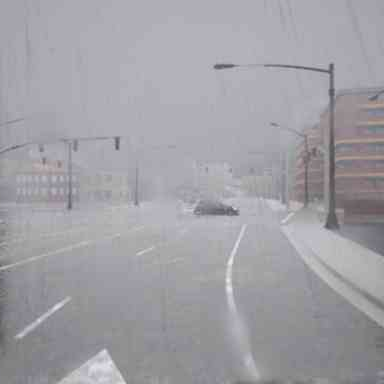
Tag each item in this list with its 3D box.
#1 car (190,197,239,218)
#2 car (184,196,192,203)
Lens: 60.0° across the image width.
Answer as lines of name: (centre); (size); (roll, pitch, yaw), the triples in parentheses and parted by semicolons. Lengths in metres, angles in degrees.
car: (2.515, 1.647, 34.034); (4.553, 1.767, 2.097); (0, 0, 10)
car: (-0.574, 1.785, 80.181); (1.812, 1.442, 4.674); (0, 0, 11)
